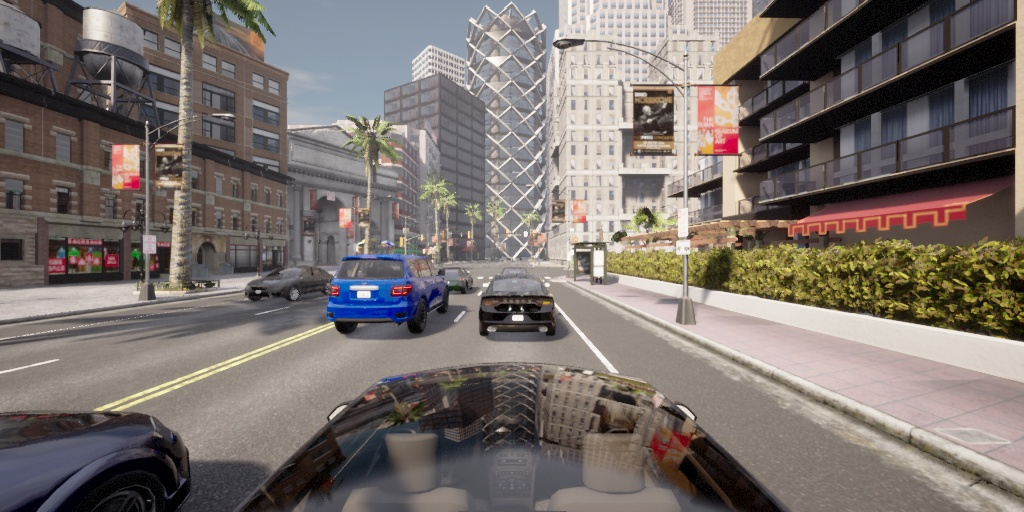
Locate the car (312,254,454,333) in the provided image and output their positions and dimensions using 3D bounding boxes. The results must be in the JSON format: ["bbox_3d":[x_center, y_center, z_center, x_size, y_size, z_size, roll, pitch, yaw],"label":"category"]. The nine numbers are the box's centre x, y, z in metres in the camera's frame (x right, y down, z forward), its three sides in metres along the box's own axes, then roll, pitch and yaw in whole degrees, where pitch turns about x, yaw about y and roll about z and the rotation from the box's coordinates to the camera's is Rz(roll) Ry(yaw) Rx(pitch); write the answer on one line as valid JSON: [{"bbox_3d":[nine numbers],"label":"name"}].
[{"bbox_3d":[-3.376,0.971,10.876,2.150,2.045,5.566,0,0,0],"label":"car"}]

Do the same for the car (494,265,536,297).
[{"bbox_3d":[0.144,1.297,20.061,2.033,1.411,5.357,0,0,0],"label":"car"}]

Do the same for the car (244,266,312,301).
[{"bbox_3d":[-10.481,1.257,17.272,1.837,1.490,4.892,0,-1,1],"label":"car"}]

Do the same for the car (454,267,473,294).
[{"bbox_3d":[-3.350,1.314,20.235,1.994,1.385,4.181,0,0,0],"label":"car"}]

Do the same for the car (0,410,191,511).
[{"bbox_3d":[-3.341,1.314,0.867,1.994,1.385,4.181,0,0,0],"label":"car"}]

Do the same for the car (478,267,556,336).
[{"bbox_3d":[0.131,1.228,10.471,1.882,1.535,5.008,0,0,0],"label":"car"}]
